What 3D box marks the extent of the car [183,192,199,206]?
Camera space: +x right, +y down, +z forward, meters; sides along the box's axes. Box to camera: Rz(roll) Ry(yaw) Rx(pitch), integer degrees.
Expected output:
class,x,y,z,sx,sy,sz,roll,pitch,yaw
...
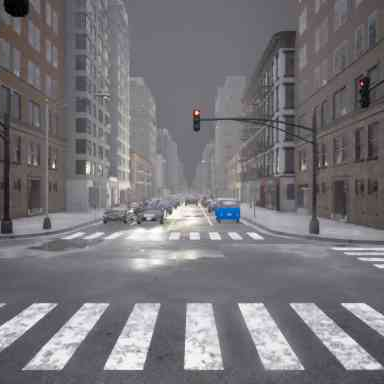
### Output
class,x,y,z,sx,sy,sz,roll,pitch,yaw
car,-0.079,1.340,55.023,2.097,1.767,4.553,0,0,0

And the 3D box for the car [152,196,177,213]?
class,x,y,z,sx,sy,sz,roll,pitch,yaw
car,-2.899,1.476,33.902,1.882,1.535,5.008,0,0,0

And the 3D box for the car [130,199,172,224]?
class,x,y,z,sx,sy,sz,roll,pitch,yaw
car,-2.872,1.490,24.459,2.128,1.511,4.902,0,0,-1

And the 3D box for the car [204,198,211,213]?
class,x,y,z,sx,sy,sz,roll,pitch,yaw
car,2.585,1.580,36.290,1.802,1.307,4.206,0,0,0

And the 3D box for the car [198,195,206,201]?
class,x,y,z,sx,sy,sz,roll,pitch,yaw
car,2.513,1.530,87.421,1.947,1.339,4.313,0,0,0

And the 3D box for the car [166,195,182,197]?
class,x,y,z,sx,sy,sz,roll,pitch,yaw
car,-2.882,1.554,53.150,1.994,1.385,4.181,0,0,1

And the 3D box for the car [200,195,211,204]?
class,x,y,z,sx,sy,sz,roll,pitch,yaw
car,2.545,1.421,64.696,1.967,1.590,4.097,0,0,0

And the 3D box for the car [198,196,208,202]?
class,x,y,z,sx,sy,sz,roll,pitch,yaw
car,2.529,1.524,76.059,2.008,1.369,4.403,0,0,0

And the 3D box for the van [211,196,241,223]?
class,x,y,z,sx,sy,sz,roll,pitch,yaw
van,2.601,1.340,24.927,1.690,1.788,3.998,0,0,0

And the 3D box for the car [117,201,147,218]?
class,x,y,z,sx,sy,sz,roll,pitch,yaw
car,-5.432,1.543,30.589,1.887,1.381,4.507,0,0,0

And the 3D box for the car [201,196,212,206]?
class,x,y,z,sx,sy,sz,roll,pitch,yaw
car,2.569,1.576,47.653,1.802,1.307,4.206,0,0,0

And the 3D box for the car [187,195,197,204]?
class,x,y,z,sx,sy,sz,roll,pitch,yaw
car,-0.093,1.459,65.055,1.882,1.535,5.008,0,0,0

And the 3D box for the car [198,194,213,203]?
class,x,y,z,sx,sy,sz,roll,pitch,yaw
car,2.561,1.305,53.334,2.192,1.841,5.009,0,0,0

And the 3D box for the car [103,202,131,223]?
class,x,y,z,sx,sy,sz,roll,pitch,yaw
car,-5.424,1.549,24.907,2.008,1.369,4.403,0,0,0

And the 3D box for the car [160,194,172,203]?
class,x,y,z,sx,sy,sz,roll,pitch,yaw
car,-5.488,1.292,70.362,2.192,1.841,5.009,0,0,0

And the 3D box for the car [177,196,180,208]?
class,x,y,z,sx,sy,sz,roll,pitch,yaw
car,-2.909,1.560,43.127,1.994,1.385,4.181,0,0,0
